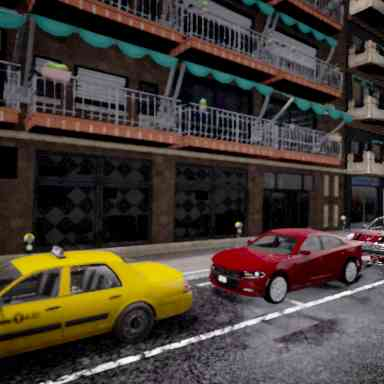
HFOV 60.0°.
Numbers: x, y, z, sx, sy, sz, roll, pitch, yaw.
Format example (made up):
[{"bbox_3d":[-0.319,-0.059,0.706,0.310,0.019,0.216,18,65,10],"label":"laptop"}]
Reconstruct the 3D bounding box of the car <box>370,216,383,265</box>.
[{"bbox_3d":[7.094,1.567,11.609,4.097,1.590,1.967,1,0,-36],"label":"car"}]

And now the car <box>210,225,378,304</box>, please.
[{"bbox_3d":[2.484,1.614,8.320,4.507,1.381,1.887,1,0,-36],"label":"car"}]

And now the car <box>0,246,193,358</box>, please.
[{"bbox_3d":[-2.262,1.534,4.933,4.829,1.417,1.752,1,0,-36],"label":"car"}]
